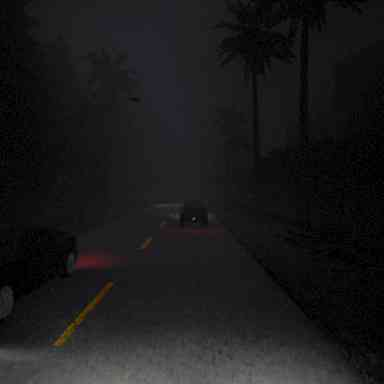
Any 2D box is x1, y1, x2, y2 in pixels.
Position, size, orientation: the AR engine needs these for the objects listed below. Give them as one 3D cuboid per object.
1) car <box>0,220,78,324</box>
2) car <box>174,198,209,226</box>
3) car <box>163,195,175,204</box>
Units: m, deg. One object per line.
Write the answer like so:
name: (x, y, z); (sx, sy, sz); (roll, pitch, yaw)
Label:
car: (-4.100, 1.460, 7.261); (1.882, 1.535, 5.008); (0, 0, 0)
car: (0.117, 1.437, 22.825); (2.128, 1.511, 4.902); (0, 0, 0)
car: (-3.975, 1.368, 58.572); (1.837, 1.490, 4.892); (0, 0, 1)
